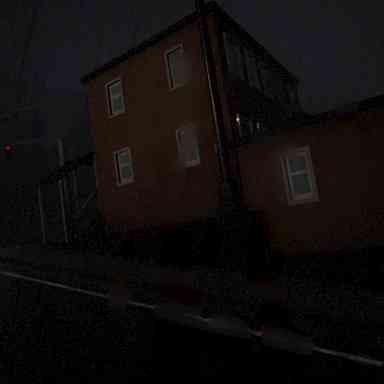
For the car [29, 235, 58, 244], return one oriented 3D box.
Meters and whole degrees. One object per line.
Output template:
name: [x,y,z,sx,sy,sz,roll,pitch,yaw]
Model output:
car: [-12.109,4.594,29.482,2.128,1.511,4.902,-13,-12,35]
